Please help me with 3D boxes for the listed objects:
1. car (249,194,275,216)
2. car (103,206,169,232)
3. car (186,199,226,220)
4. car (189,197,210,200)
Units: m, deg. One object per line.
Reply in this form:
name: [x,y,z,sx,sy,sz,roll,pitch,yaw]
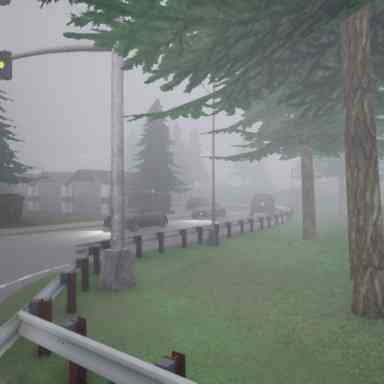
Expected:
car: [6.609,1.199,31.626,2.150,2.045,5.566,1,0,9]
car: [-3.319,1.541,20.319,1.994,1.385,4.181,0,0,35]
car: [1.461,1.540,27.897,1.994,1.385,4.181,0,0,22]
car: [1.304,1.332,38.592,2.097,1.767,4.553,0,0,-38]
